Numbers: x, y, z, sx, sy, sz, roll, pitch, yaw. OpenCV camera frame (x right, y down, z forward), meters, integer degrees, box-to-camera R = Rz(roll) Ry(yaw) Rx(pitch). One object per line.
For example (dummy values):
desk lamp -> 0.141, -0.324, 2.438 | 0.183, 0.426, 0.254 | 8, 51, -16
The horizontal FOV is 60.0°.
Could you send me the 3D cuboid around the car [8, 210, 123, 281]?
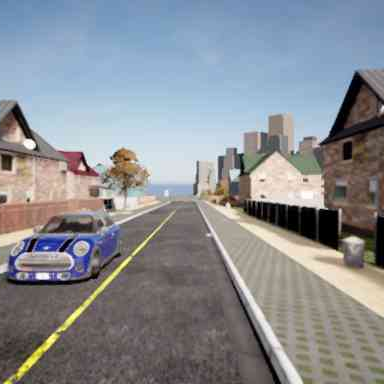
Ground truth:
car -> -3.530, 1.410, 10.114 | 2.097, 1.767, 4.553 | 0, 0, 0
